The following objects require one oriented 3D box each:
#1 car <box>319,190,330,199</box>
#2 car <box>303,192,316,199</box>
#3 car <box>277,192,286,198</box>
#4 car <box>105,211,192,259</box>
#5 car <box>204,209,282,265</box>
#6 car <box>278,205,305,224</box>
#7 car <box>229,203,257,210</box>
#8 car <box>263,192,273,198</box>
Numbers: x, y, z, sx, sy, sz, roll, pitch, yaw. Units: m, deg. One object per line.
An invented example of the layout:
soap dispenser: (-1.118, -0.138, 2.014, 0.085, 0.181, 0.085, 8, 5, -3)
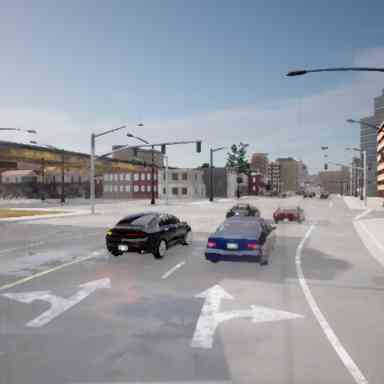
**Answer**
car: (31.373, 0.904, 78.949, 2.128, 1.511, 4.902, 0, 1, 23)
car: (28.146, 0.735, 80.304, 2.097, 1.767, 4.553, 0, 1, 23)
car: (23.550, 0.825, 87.329, 2.128, 1.511, 4.902, 0, 1, 23)
car: (-1.438, 1.514, 12.803, 1.837, 1.490, 4.892, 0, 0, 18)
car: (1.894, 1.561, 11.732, 2.033, 1.411, 5.357, 0, 0, 18)
car: (7.334, 1.613, 24.844, 1.895, 1.301, 4.718, 0, 0, 23)
car: (4.106, 1.569, 26.198, 1.994, 1.385, 4.181, 0, 0, 23)
car: (20.336, 0.800, 88.713, 1.837, 1.490, 4.892, 0, 1, 23)
